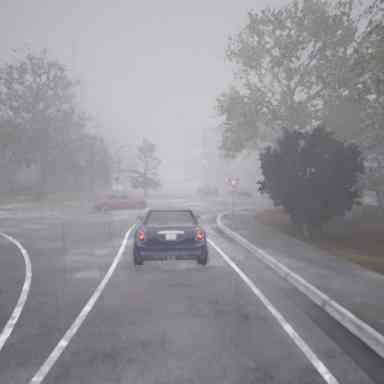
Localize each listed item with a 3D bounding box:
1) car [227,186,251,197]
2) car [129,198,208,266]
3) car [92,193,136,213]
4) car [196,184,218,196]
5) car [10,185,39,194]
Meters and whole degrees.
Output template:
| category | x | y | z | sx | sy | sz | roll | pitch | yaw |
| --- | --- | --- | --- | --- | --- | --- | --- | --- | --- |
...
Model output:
| category | x | y | z | sx | sy | sz | roll | pitch | yaw |
| --- | --- | --- | --- | --- | --- | --- | --- | --- | --- |
| car | 6.440 | -0.114 | 45.849 | 2.033 | 1.411 | 5.357 | 0 | 2 | -10 |
| car | -0.761 | 1.167 | 11.118 | 2.097 | 1.767 | 4.553 | 0 | 2 | -5 |
| car | -5.612 | 0.783 | 25.907 | 4.181 | 1.385 | 1.994 | -1 | 3 | -27 |
| car | 2.145 | -0.414 | 48.621 | 2.097 | 1.767 | 4.553 | -1 | 2 | -18 |
| car | -27.347 | -0.411 | 54.344 | 4.181 | 1.385 | 1.994 | -2 | 3 | -45 |
